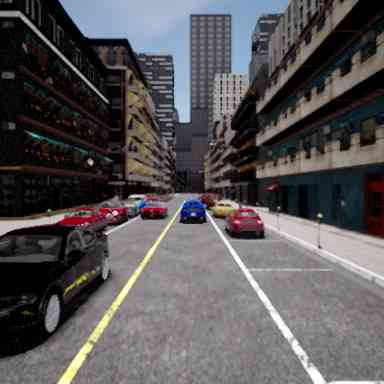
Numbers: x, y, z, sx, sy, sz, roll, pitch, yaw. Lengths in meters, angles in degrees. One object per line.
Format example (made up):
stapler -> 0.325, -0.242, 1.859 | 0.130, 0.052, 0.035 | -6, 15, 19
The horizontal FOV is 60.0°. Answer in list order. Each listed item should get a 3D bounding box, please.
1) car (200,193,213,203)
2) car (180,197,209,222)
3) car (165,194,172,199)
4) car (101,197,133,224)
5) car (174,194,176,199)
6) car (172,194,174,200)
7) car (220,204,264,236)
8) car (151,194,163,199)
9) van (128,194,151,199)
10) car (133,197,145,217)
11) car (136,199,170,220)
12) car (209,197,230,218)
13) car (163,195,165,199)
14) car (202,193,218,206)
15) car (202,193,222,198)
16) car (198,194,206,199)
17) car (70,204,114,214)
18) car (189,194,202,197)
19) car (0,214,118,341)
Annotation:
car -> 2.689, 1.096, 62.327 | 2.192, 1.841, 5.009 | -1, 0, 0
car -> 0.093, 1.386, 25.636 | 1.882, 1.535, 5.008 | 0, 0, 0
car -> -5.687, 1.344, 67.960 | 1.802, 1.307, 4.206 | -1, 0, 0
car -> -5.664, 1.358, 23.143 | 1.967, 1.590, 4.097 | -1, 0, 0
car -> -5.684, 1.256, 84.767 | 2.008, 1.369, 4.403 | -1, 0, 0
car -> -5.686, 1.325, 73.562 | 1.802, 1.307, 4.206 | -1, 0, 0
car -> 2.685, 1.519, 17.512 | 1.802, 1.307, 4.206 | -1, 0, 0
car -> -5.684, 1.155, 45.551 | 2.192, 1.841, 5.009 | -1, 0, 0
van -> -5.663, 1.220, 34.347 | 1.690, 1.788, 3.998 | -1, 0, 0
car -> -5.661, 1.449, 28.746 | 2.008, 1.369, 4.403 | -1, 0, 0
car -> -3.051, 1.503, 27.466 | 1.895, 1.301, 4.718 | 0, 0, 1
car -> 2.686, 1.423, 28.886 | 1.752, 1.417, 4.829 | -1, 0, 0
car -> -5.697, 1.371, 51.154 | 2.008, 1.369, 4.403 | -1, 0, 0
car -> 2.687, 1.135, 51.123 | 2.192, 1.841, 5.009 | -1, 0, 0
car -> 2.685, 1.174, 39.919 | 2.192, 1.841, 5.009 | -1, 0, 0
car -> 2.697, 1.210, 90.508 | 1.752, 1.417, 4.829 | -1, 0, 0
car -> -5.663, 1.520, 17.542 | 1.802, 1.307, 4.206 | -1, 0, 0
car -> 0.106, 1.330, 45.511 | 2.128, 1.511, 4.902 | 0, 0, 0
car -> -3.084, 1.453, 6.818 | 1.882, 1.535, 5.008 | 0, 0, 0
